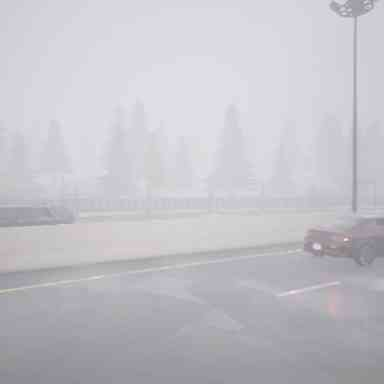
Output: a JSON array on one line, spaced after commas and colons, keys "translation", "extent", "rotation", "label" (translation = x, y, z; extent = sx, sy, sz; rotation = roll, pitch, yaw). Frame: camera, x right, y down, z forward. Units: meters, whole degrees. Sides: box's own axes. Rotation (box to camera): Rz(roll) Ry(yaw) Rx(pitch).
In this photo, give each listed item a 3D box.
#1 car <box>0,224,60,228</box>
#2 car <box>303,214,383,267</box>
[{"translation": [-6.921, 1.269, 11.747], "extent": [4.553, 1.767, 2.097], "rotation": [0, 0, -33], "label": "car"}, {"translation": [5.769, 1.465, 11.063], "extent": [4.674, 1.442, 1.812], "rotation": [0, 0, -29], "label": "car"}]
